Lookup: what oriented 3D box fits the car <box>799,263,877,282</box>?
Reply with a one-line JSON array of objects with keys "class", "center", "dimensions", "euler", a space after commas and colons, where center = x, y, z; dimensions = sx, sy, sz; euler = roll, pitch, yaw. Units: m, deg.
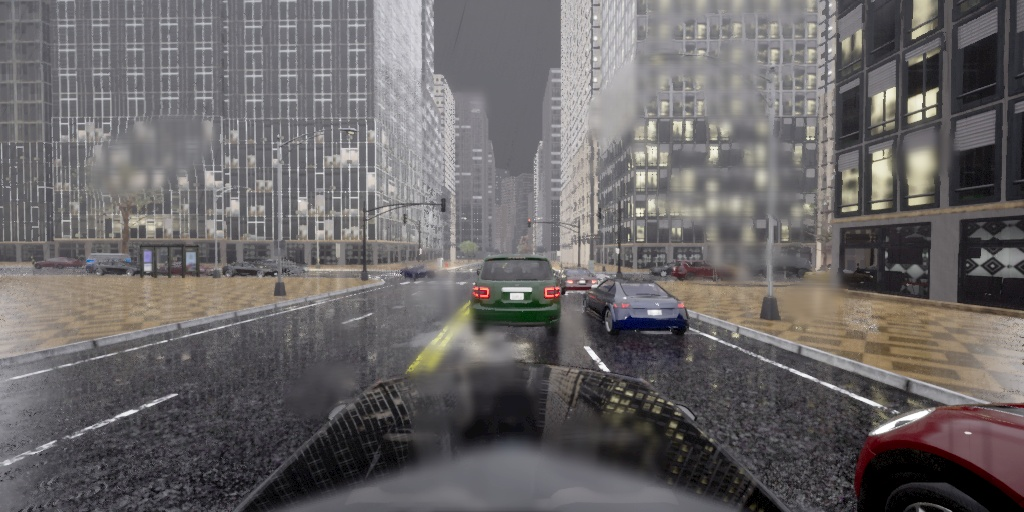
[{"class": "car", "center": [27.688, 1.579, 30.353], "dimensions": [4.829, 1.417, 1.751], "euler": [0, 0, 1]}]

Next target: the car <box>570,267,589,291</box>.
[{"class": "car", "center": [3.381, 1.288, 19.771], "dimensions": [2.033, 1.411, 5.357], "euler": [0, 0, 0]}]

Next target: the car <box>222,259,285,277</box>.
[{"class": "car", "center": [-22.684, 1.174, 31.158], "dimensions": [4.313, 1.339, 1.948], "euler": [0, 0, 1]}]

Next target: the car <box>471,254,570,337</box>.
[{"class": "car", "center": [0.114, 0.967, 10.434], "dimensions": [2.150, 2.045, 5.566], "euler": [0, 0, 0]}]

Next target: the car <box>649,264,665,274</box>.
[{"class": "car", "center": [16.470, 1.367, 36.369], "dimensions": [4.892, 1.490, 1.837], "euler": [0, 1, -1]}]

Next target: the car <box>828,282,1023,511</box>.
[{"class": "car", "center": [3.344, 1.103, 0.485], "dimensions": [2.097, 1.767, 4.553], "euler": [0, 0, 0]}]

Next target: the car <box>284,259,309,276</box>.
[{"class": "car", "center": [-21.848, 1.062, 33.846], "dimensions": [4.902, 1.511, 2.128], "euler": [1, 1, 1]}]

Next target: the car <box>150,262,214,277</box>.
[{"class": "car", "center": [-28.368, 1.138, 31.300], "dimensions": [4.207, 1.307, 1.802], "euler": [0, 0, 1]}]

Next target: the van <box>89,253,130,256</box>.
[{"class": "van", "center": [-45.225, 0.605, 40.161], "dimensions": [3.998, 1.789, 1.690], "euler": [0, 0, 1]}]

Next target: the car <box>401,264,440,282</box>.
[{"class": "car", "center": [-7.490, 1.356, 29.190], "dimensions": [1.895, 1.301, 4.718], "euler": [1, 0, -32]}]

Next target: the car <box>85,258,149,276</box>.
[{"class": "car", "center": [-34.048, 1.069, 31.483], "dimensions": [4.313, 1.339, 1.948], "euler": [0, 0, 1]}]

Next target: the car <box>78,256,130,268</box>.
[{"class": "car", "center": [-37.817, 0.951, 34.201], "dimensions": [4.674, 1.442, 1.812], "euler": [0, 1, 1]}]

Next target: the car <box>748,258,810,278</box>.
[{"class": "car", "center": [27.020, 1.176, 36.143], "dimensions": [5.566, 2.045, 2.150], "euler": [1, 1, 1]}]

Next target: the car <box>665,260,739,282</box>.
[{"class": "car", "center": [16.240, 1.269, 30.568], "dimensions": [5.009, 1.841, 2.192], "euler": [0, 0, 1]}]

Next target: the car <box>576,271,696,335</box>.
[{"class": "car", "center": [3.371, 1.310, 10.528], "dimensions": [1.994, 1.385, 4.181], "euler": [0, 0, -1]}]
